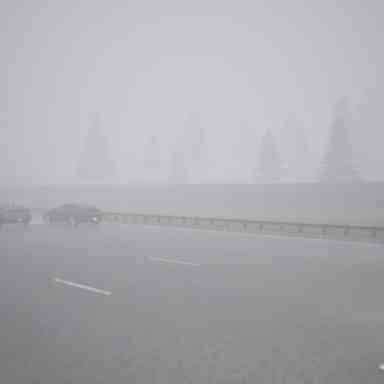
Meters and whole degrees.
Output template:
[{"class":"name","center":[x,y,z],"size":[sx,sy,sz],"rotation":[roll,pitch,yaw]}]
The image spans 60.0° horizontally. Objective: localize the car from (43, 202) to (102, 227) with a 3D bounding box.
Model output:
[{"class":"car","center":[-8.204,1.476,22.739],"size":[4.892,1.490,1.837],"rotation":[0,0,36]}]

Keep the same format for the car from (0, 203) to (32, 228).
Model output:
[{"class":"car","center":[-12.264,1.459,21.336],"size":[4.902,1.511,2.128],"rotation":[0,0,35]}]
